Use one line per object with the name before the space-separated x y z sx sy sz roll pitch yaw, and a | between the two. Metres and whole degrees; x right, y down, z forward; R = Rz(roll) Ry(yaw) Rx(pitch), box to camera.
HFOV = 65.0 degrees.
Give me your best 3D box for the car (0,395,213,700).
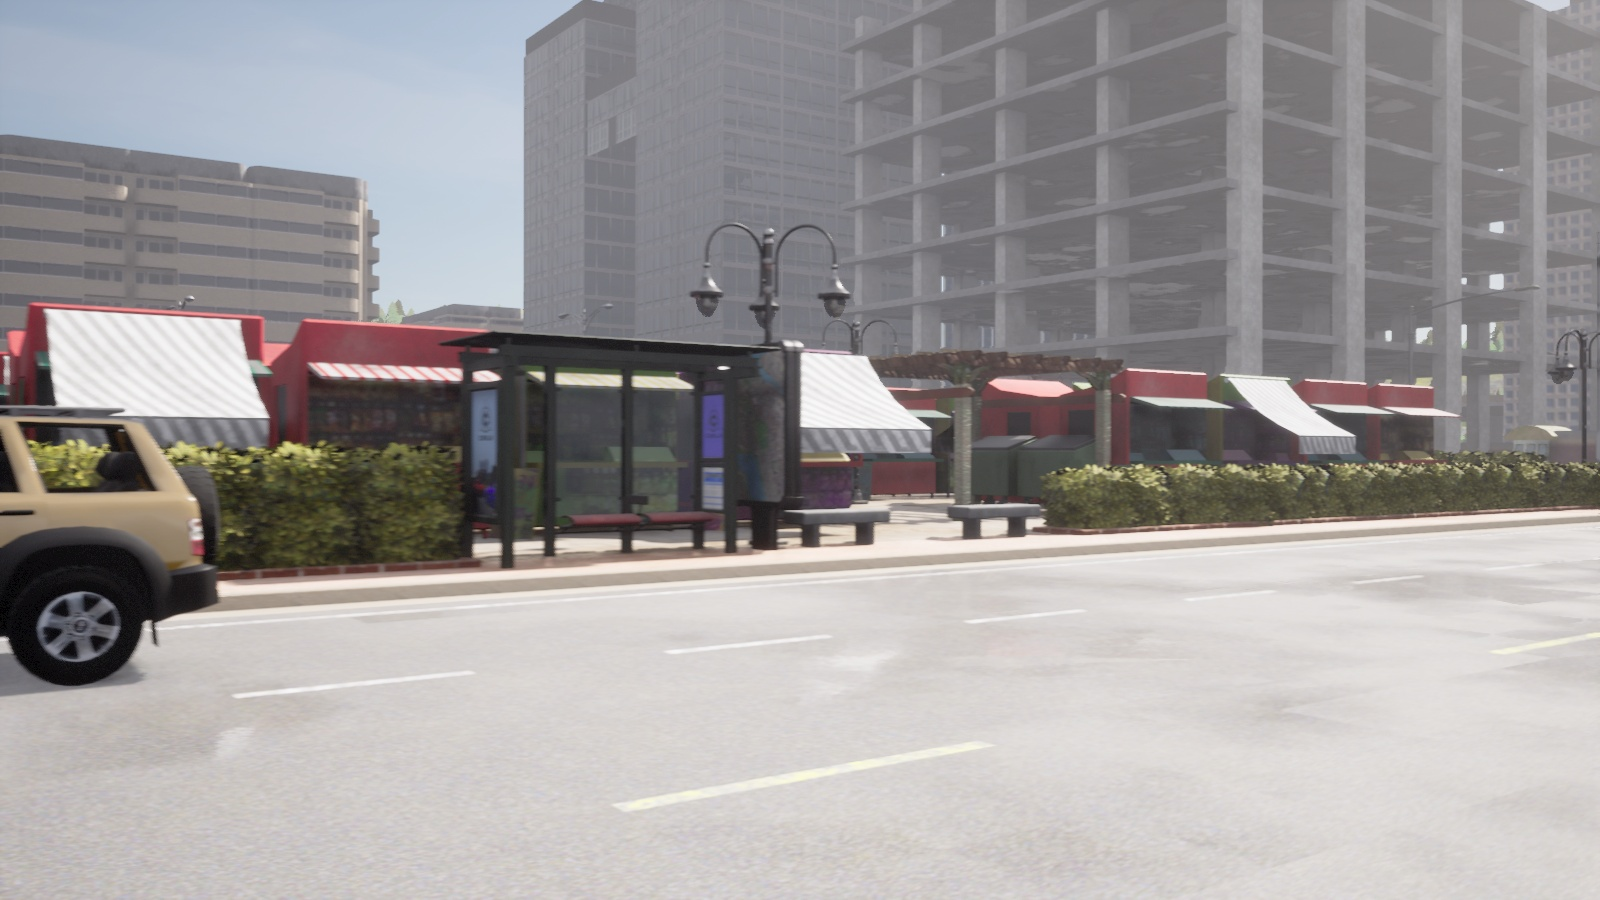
car | -6.325 0.594 7.785 4.605 1.855 1.932 0 0 -35
